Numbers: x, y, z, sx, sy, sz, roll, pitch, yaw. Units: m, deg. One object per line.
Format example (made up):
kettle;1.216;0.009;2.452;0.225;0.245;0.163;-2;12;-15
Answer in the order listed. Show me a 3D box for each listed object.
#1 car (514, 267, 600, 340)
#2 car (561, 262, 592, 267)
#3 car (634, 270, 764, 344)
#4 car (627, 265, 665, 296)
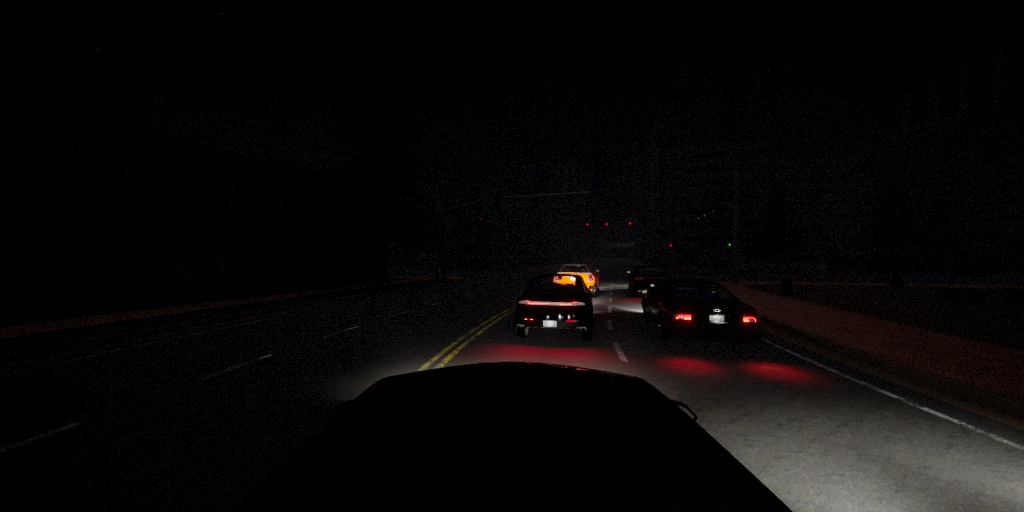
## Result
car;1.323;1.242;10.076;2.128;1.511;4.902;0;0;12
car;3.487;1.102;18.963;2.097;1.767;4.553;0;0;16
car;4.696;1.297;9.647;2.033;1.411;5.357;0;0;13
car;7.254;1.228;19.135;1.882;1.535;5.008;0;0;16
